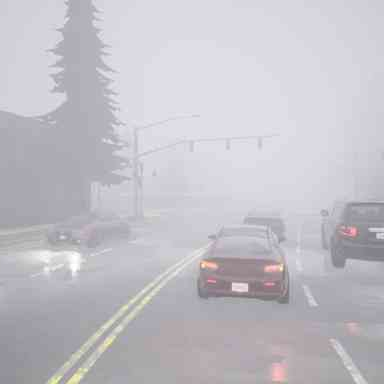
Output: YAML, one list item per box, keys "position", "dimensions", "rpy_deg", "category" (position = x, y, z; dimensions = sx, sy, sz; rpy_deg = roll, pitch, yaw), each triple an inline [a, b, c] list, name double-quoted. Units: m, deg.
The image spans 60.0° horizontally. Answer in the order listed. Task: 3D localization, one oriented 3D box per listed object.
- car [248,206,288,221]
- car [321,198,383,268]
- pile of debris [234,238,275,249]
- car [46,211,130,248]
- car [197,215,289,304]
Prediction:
- position: [3.823, 1.478, 17.085]
  dimensions: [1.882, 1.535, 5.008]
  rpy_deg: [0, 0, 18]
  category: "car"
- position: [5.673, 1.221, 11.113]
  dimensions: [2.150, 2.045, 5.566]
  rpy_deg: [0, 0, 17]
  category: "car"
- position: [2.724, 2.175, 14.249]
  dimensions: [1.500, 0.140, 1.860]
  rpy_deg: [0, 0, 18]
  category: "pile of debris"
- position: [-4.416, 1.565, 14.736]
  dimensions: [1.994, 1.385, 4.181]
  rpy_deg: [0, 0, 17]
  category: "car"
- position: [1.319, 1.526, 8.162]
  dimensions: [1.812, 1.442, 4.674]
  rpy_deg: [0, 0, 12]
  category: "car"
